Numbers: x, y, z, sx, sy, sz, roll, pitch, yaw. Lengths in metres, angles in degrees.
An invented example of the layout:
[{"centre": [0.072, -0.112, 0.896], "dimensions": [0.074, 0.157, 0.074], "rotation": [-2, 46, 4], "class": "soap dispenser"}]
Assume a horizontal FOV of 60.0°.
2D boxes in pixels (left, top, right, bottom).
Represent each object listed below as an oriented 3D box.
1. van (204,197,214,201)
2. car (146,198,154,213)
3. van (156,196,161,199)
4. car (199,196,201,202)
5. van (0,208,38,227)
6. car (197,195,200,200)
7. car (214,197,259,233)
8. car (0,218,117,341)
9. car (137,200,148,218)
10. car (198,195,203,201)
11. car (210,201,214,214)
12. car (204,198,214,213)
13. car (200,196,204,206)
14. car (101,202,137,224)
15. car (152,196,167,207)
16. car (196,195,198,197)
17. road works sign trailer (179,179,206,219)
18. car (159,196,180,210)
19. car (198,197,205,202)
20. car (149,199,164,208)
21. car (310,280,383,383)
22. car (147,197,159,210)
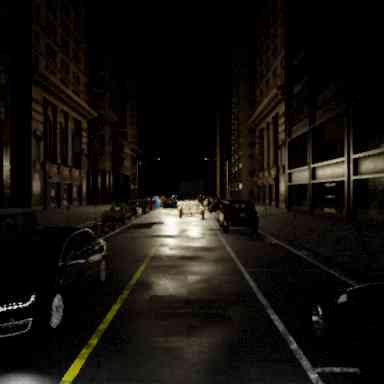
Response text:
[{"centre": [2.746, 1.534, 42.913], "dimensions": [1.690, 1.788, 3.998], "rotation": [0, 0, 0], "class": "van"}, {"centre": [-5.777, 1.711, 37.280], "dimensions": [1.887, 1.381, 4.507], "rotation": [0, 0, 0], "class": "car"}, {"centre": [-5.781, 1.561, 48.517], "dimensions": [1.690, 1.788, 3.998], "rotation": [0, 0, 0], "class": "van"}, {"centre": [2.737, 1.884, 65.388], "dimensions": [1.802, 1.307, 4.206], "rotation": [0, 0, 0], "class": "car"}, {"centre": [-5.765, 1.380, 9.190], "dimensions": [1.690, 1.788, 3.998], "rotation": [0, 0, 0], "class": "van"}, {"centre": [2.732, 1.884, 76.795], "dimensions": [1.752, 1.417, 4.829], "rotation": [0, 0, 0], "class": "car"}, {"centre": [2.755, 1.403, 20.439], "dimensions": [2.192, 1.841, 5.009], "rotation": [0, 0, 0], "class": "car"}, {"centre": [-3.102, 1.534, 6.886], "dimensions": [1.837, 1.490, 4.892], "rotation": [0, 0, 0], "class": "car"}, {"centre": [-5.775, 1.690, 31.667], "dimensions": [2.008, 1.369, 4.403], "rotation": [0, 0, 0], "class": "car"}, {"centre": [2.735, 1.911, 71.006], "dimensions": [1.802, 1.307, 4.206], "rotation": [0, 0, 0], "class": "car"}, {"centre": [2.753, 1.664, 26.057], "dimensions": [2.008, 1.369, 4.403], "rotation": [0, 0, 0], "class": "car"}, {"centre": [2.748, 1.717, 37.294], "dimensions": [2.008, 1.369, 4.403], "rotation": [0, 0, 0], "class": "car"}, {"centre": [2.741, 1.774, 54.320], "dimensions": [1.752, 1.417, 4.829], "rotation": [0, 0, 0], "class": "car"}, {"centre": [-5.772, 1.638, 25.873], "dimensions": [1.752, 1.417, 4.829], "rotation": [0, 0, 0], "class": "car"}, {"centre": [-5.786, 1.590, 59.754], "dimensions": [2.192, 1.841, 5.009], "rotation": [0, 0, 0], "class": "car"}, {"centre": [2.728, 1.984, 87.862], "dimensions": [1.947, 1.339, 4.313], "rotation": [0, 0, 0], "class": "car"}, {"centre": [-0.012, 0.599, 30.665], "dimensions": [2.380, 3.560, 2.880], "rotation": [0, 0, 0], "class": "road works sign trailer"}, {"centre": [-3.102, 1.692, 47.242], "dimensions": [1.882, 1.535, 5.008], "rotation": [0, 0, 0], "class": "car"}, {"centre": [2.725, 1.993, 93.481], "dimensions": [1.887, 1.381, 4.507], "rotation": [0, 0, 0], "class": "car"}, {"centre": [-5.784, 1.798, 54.134], "dimensions": [2.008, 1.369, 4.403], "rotation": [0, 0, 0], "class": "car"}, {"centre": [2.762, 1.581, 3.582], "dimensions": [1.947, 1.339, 4.313], "rotation": [0, 0, 0], "class": "car"}, {"centre": [-5.779, 1.738, 42.898], "dimensions": [1.887, 1.381, 4.507], "rotation": [0, 0, 0], "class": "car"}]
